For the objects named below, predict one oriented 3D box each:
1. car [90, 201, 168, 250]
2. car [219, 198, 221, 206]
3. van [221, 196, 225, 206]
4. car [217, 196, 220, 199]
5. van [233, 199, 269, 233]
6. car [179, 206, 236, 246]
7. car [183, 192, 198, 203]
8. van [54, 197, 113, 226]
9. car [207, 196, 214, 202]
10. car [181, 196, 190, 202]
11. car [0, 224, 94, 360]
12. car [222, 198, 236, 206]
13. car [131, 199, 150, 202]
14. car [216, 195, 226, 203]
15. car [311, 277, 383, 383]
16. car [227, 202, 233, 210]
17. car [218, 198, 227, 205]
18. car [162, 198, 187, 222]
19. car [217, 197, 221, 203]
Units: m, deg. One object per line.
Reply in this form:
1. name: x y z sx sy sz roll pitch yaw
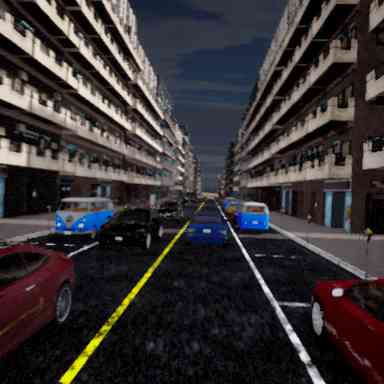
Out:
1. car: -2.441 1.390 14.274 1.882 1.535 5.008 2 0 3
2. car: 5.331 1.899 49.239 1.802 1.307 4.206 2 0 3
3. van: 5.015 1.630 43.565 1.690 1.788 3.998 2 0 3
4. car: 6.300 1.950 66.266 1.887 1.381 4.507 2 0 3
5. van: 3.725 1.528 20.862 1.690 1.788 3.998 2 0 3
6. car: 0.734 1.598 15.637 2.033 1.411 5.357 2 0 3
7. car: -0.205 0.964 51.355 2.150 2.045 5.566 2 0 3
8. van: -4.937 1.149 15.665 1.690 1.788 3.998 2 0 3
9. car: 4.761 1.996 86.390 1.895 1.301 4.718 2 0 3
10. car: -1.422 1.636 77.928 1.752 1.417 4.829 2 0 3
11. car: -3.020 1.399 4.169 1.812 1.442 4.674 2 0 3
12. car: 4.696 1.788 38.058 1.752 1.417 4.829 2 0 3
13. car: -4.325 1.295 27.018 1.967 1.590 4.097 2 0 3
14. car: 7.275 1.816 83.293 2.192 1.841 5.009 2 0 3
15. car: 2.755 1.664 3.834 1.887 1.381 4.507 2 0 3
16. car: 4.039 1.793 26.537 1.802 1.307 4.206 2 0 3
17. car: 6.622 2.018 71.942 1.802 1.307 4.206 2 0 3
18. car: -1.752 1.469 26.152 1.837 1.490 4.892 2 0 3
19. car: 5.654 1.911 54.915 1.947 1.339 4.313 2 0 3
